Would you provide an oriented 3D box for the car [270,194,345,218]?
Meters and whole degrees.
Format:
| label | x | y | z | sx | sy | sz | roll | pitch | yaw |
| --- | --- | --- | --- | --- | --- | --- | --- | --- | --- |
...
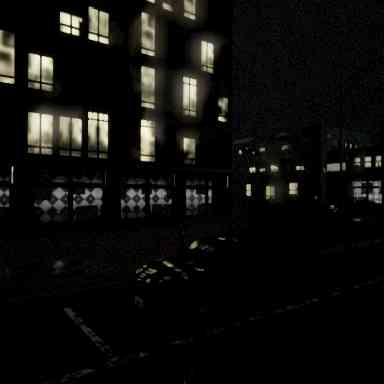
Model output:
| label | x | y | z | sx | sy | sz | roll | pitch | yaw |
| --- | --- | --- | --- | --- | --- | --- | --- | --- | --- |
| car | 9.367 | 1.101 | 27.307 | 2.192 | 1.841 | 5.009 | 1 | 0 | -36 |

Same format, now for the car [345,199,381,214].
| label | x | y | z | sx | sy | sz | roll | pitch | yaw |
| --- | --- | --- | --- | --- | --- | --- | --- | --- | --- |
| car | 16.116 | 1.372 | 32.266 | 1.887 | 1.381 | 4.507 | 1 | 0 | -36 |

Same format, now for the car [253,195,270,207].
| label | x | y | z | sx | sy | sz | roll | pitch | yaw |
| --- | --- | --- | --- | --- | --- | --- | --- | --- | --- |
| car | 9.553 | 1.130 | 41.208 | 1.967 | 1.590 | 4.097 | 1 | 0 | -36 |

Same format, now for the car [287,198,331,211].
| label | x | y | z | sx | sy | sz | roll | pitch | yaw |
| --- | --- | --- | --- | --- | --- | --- | --- | --- | --- |
| car | 12.834 | 1.340 | 36.736 | 1.802 | 1.307 | 4.206 | 1 | 0 | -36 |

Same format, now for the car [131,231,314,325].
| label | x | y | z | sx | sy | sz | roll | pitch | yaw |
| --- | --- | --- | --- | --- | --- | --- | --- | --- | --- |
| car | 0.839 | 1.566 | 7.152 | 4.313 | 1.339 | 1.947 | 0 | 0 | -35 |
